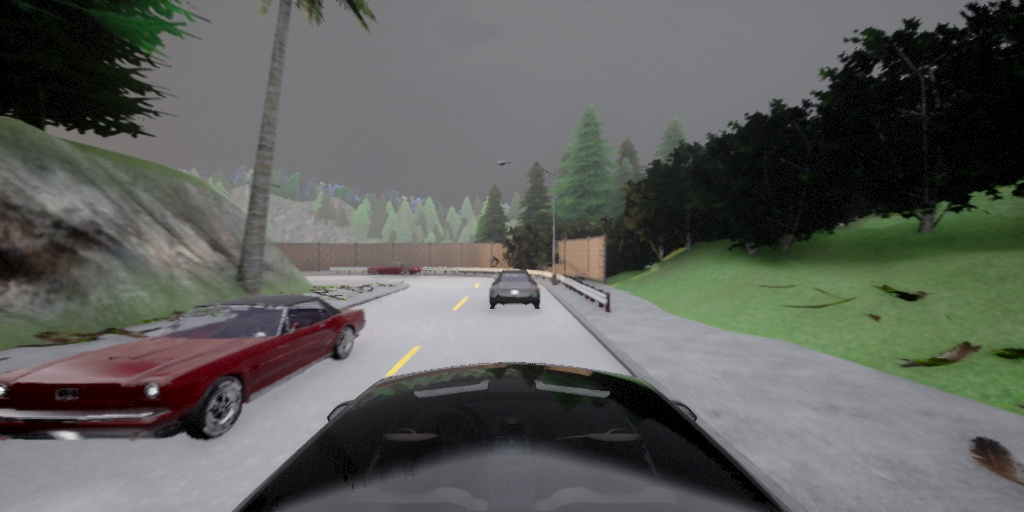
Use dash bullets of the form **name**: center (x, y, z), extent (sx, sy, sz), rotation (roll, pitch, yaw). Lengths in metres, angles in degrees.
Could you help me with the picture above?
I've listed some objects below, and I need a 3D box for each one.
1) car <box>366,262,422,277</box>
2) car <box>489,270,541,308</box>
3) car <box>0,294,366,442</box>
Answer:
- **car**: center (-10.952, 1.232, 33.267), extent (4.718, 1.301, 1.895), rotation (0, 0, 3)
- **car**: center (0.100, 1.264, 14.850), extent (1.994, 1.385, 4.181), rotation (0, 0, 0)
- **car**: center (-4.080, 1.336, 5.504), extent (1.895, 1.301, 4.718), rotation (0, 0, 0)
